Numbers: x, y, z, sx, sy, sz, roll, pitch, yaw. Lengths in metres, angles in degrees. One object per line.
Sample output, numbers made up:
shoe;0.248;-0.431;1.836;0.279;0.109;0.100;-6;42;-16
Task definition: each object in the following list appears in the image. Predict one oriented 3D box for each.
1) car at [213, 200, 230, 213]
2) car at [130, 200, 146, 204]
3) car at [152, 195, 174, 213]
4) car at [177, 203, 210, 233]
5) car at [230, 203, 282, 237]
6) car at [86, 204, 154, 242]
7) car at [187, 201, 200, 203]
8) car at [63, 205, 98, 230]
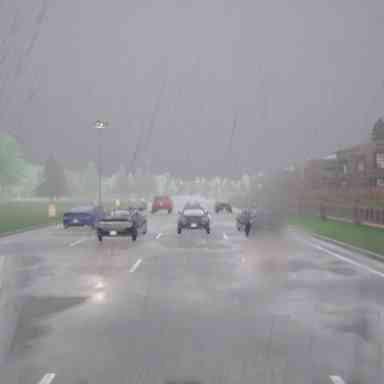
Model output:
car;3.601;1.674;39.473;1.837;1.490;4.892;0;0;0
car;-6.900;1.748;42.648;1.994;1.385;4.181;0;0;0
car;-3.402;1.391;39.133;2.150;2.045;5.566;0;0;0
car;0.100;1.613;20.115;1.812;1.442;4.674;0;0;0
car;3.599;1.571;18.503;2.128;1.511;4.902;0;0;0
car;-3.401;1.565;16.800;2.128;1.511;4.902;0;0;0
car;0.100;1.737;40.232;1.994;1.385;4.181;0;0;0
car;-6.900;1.574;22.157;1.882;1.535;5.008;0;0;0
